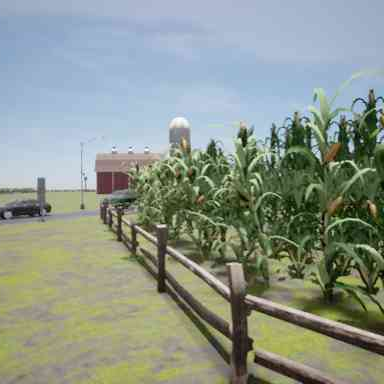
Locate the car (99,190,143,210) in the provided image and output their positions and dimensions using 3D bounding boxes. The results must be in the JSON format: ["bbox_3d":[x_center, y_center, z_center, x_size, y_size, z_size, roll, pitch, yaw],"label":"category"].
[{"bbox_3d":[-7.663,0.827,36.576,2.150,2.045,5.566,-1,0,29],"label":"car"}]

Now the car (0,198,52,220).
[{"bbox_3d":[-13.635,1.308,26.433,1.837,1.490,4.892,-1,1,32],"label":"car"}]
